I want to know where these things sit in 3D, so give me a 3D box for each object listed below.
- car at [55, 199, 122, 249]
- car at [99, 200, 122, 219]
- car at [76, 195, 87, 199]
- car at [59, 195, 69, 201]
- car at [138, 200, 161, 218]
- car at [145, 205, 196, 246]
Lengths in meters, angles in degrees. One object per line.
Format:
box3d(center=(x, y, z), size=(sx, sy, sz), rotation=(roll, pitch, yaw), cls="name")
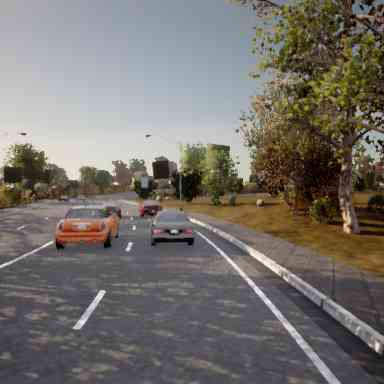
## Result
box3d(center=(-4.472, 1.362, 14.803), size=(2.097, 1.767, 4.553), rotation=(0, 0, -7), cls="car")
box3d(center=(-7.257, 1.526, 29.752), size=(1.812, 1.442, 4.674), rotation=(0, 0, -13), cls="car")
box3d(center=(-24.254, 1.495, 72.869), size=(1.837, 1.490, 4.892), rotation=(0, 0, -18), cls="car")
box3d(center=(-27.578, 1.466, 71.773), size=(1.882, 1.535, 5.008), rotation=(0, 0, -18), cls="car")
box3d(center=(-3.852, 1.483, 30.562), size=(1.882, 1.535, 5.008), rotation=(0, 0, -13), cls="car")
box3d(center=(-1.005, 1.562, 15.281), size=(2.033, 1.411, 5.357), rotation=(0, 0, -7), cls="car")
